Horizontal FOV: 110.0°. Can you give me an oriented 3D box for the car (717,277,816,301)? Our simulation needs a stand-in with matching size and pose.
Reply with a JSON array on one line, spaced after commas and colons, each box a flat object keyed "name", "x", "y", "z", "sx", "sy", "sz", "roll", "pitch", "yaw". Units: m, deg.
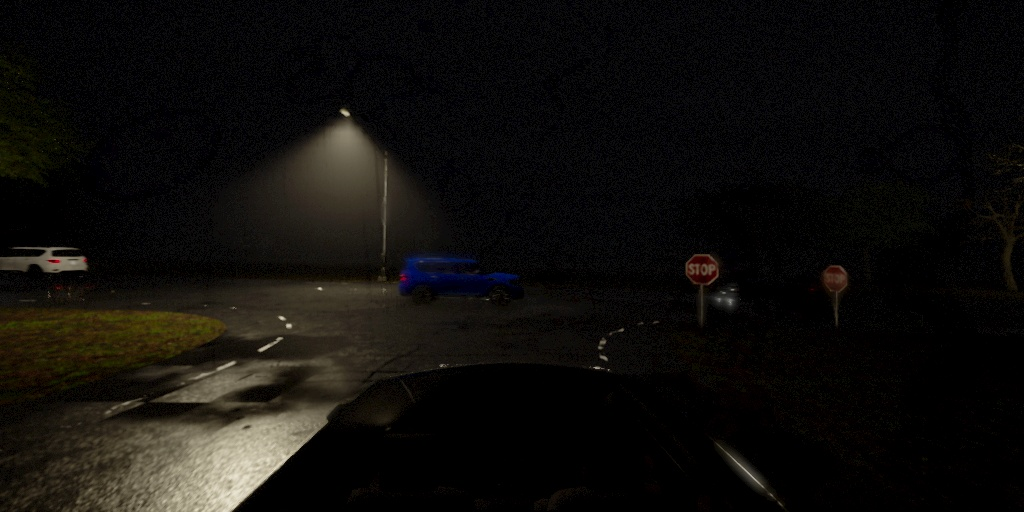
[{"name": "car", "x": 16.396, "y": 2.066, "z": 23.190, "sx": 5.357, "sy": 1.411, "sz": 2.033, "roll": 1, "pitch": 1, "yaw": 0}]

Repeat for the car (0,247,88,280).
[{"name": "car", "x": -31.187, "y": 0.410, "z": 23.299, "sx": 5.566, "sy": 2.045, "sz": 2.150, "roll": 1, "pitch": 1, "yaw": 0}]

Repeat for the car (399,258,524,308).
[{"name": "car", "x": -2.238, "y": 1.143, "z": 16.260, "sx": 5.566, "sy": 2.045, "sz": 2.150, "roll": 1, "pitch": 0, "yaw": 0}]
